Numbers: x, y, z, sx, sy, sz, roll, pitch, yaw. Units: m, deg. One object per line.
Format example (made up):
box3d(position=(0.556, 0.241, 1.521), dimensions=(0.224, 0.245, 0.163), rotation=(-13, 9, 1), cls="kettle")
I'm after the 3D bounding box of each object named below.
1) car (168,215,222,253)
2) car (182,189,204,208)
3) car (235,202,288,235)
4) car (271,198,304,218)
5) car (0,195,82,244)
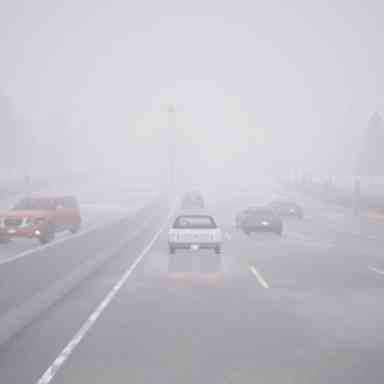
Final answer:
box3d(position=(0.100, 1.563, 13.452), dimensions=(1.895, 1.301, 4.718), rotation=(0, 0, 0), cls="car")
box3d(position=(0.086, 0.514, 32.402), dimensions=(2.097, 1.767, 4.553), rotation=(0, 5, 0), cls="car")
box3d(position=(3.599, 1.463, 18.442), dimensions=(1.994, 1.385, 4.181), rotation=(0, 1, 0), cls="car")
box3d(position=(7.099, 1.182, 25.742), dimensions=(1.994, 1.385, 4.181), rotation=(0, 3, 0), cls="car")
box3d(position=(-7.030, 1.167, 15.775), dimensions=(2.150, 2.045, 5.566), rotation=(0, 0, 1), cls="car")
